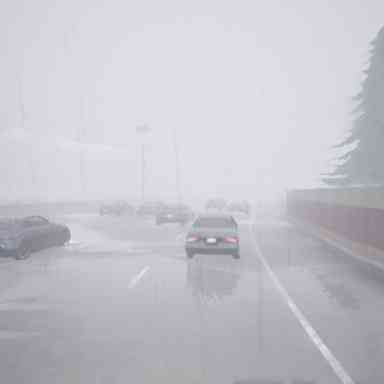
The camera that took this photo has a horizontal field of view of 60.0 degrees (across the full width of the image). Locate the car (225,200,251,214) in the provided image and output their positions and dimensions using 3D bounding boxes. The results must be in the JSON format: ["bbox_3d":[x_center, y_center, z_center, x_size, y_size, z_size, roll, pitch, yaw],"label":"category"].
[{"bbox_3d":[4.923,1.502,33.735,1.895,1.301,4.718,0,0,15],"label":"car"}]

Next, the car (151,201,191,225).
[{"bbox_3d":[-1.091,1.488,23.054,1.994,1.385,4.181,0,0,10],"label":"car"}]

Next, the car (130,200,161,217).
[{"bbox_3d":[-3.295,1.444,29.883,2.033,1.411,5.357,0,0,13],"label":"car"}]

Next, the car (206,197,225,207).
[{"bbox_3d":[2.975,1.385,39.339,1.837,1.490,4.892,0,0,17],"label":"car"}]

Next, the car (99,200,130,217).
[{"bbox_3d":[-6.767,1.414,30.206,1.812,1.442,4.674,0,0,13],"label":"car"}]

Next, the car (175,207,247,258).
[{"bbox_3d":[0.872,1.508,12.624,2.033,1.411,5.357,0,0,6],"label":"car"}]

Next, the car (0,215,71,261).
[{"bbox_3d":[-6.151,1.512,12.127,1.994,1.385,4.181,0,0,5],"label":"car"}]
